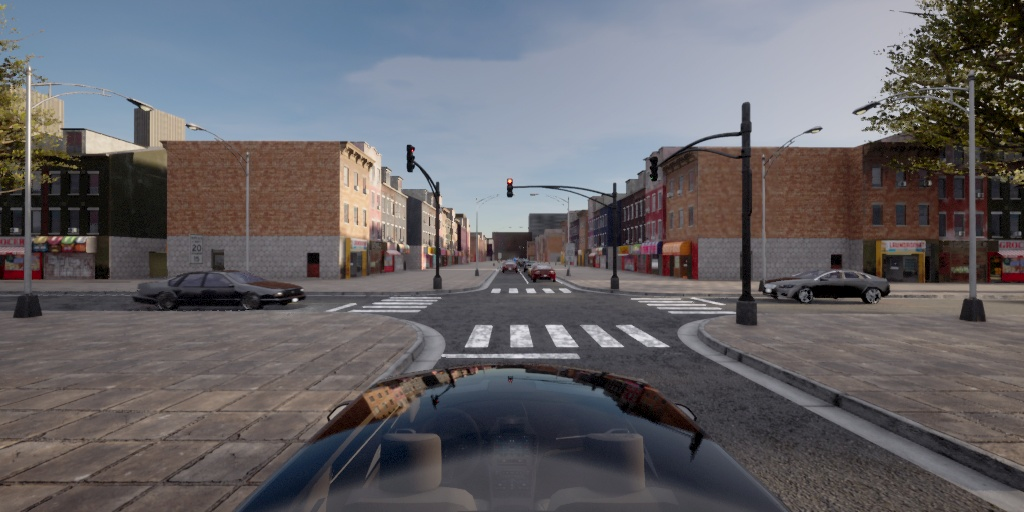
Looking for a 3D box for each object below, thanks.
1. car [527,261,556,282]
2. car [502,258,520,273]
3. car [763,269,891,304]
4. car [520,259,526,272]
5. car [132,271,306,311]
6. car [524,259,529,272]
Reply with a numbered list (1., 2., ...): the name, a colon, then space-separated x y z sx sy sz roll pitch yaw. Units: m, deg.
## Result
1. car: 2.430 1.312 28.653 1.888 1.381 4.507 0 0 0
2. car: -0.239 1.325 45.419 1.812 1.442 4.674 0 0 0
3. car: 14.268 1.334 16.444 4.902 1.511 2.128 0 0 1
4. car: 2.297 1.366 45.690 1.948 1.339 4.313 0 0 0
5. car: -10.830 1.260 13.464 5.357 1.411 2.033 0 0 -1
6. car: 2.384 1.301 34.502 1.751 1.417 4.829 0 0 0
